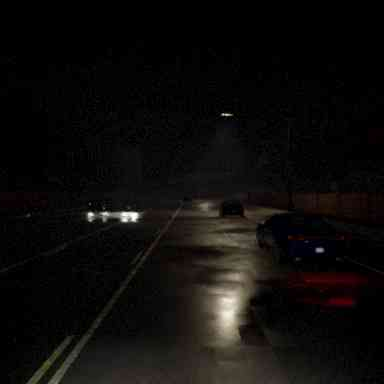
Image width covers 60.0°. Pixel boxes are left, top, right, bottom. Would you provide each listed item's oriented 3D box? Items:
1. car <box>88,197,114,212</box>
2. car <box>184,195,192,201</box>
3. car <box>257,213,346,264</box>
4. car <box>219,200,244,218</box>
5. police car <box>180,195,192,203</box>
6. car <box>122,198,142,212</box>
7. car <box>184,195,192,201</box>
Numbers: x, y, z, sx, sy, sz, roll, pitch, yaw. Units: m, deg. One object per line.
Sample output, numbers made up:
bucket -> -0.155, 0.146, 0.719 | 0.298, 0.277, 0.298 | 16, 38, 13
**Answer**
car -> -10.589, 1.362, 38.991 | 2.097, 1.767, 4.553 | 0, 0, 0
car -> -1.125, 1.504, 88.007 | 1.882, 1.535, 5.008 | 0, 0, -2
car -> 3.597, 1.481, 11.844 | 1.882, 1.535, 5.008 | 0, 0, 0
car -> 3.597, 1.486, 30.859 | 1.882, 1.535, 5.008 | 0, 0, 0
police car -> -1.058, 1.446, 72.090 | 1.930, 1.638, 5.238 | 0, 0, 0
car -> -7.088, 1.502, 39.644 | 2.128, 1.511, 4.902 | 0, 0, 0
car -> -1.059, 1.501, 81.982 | 1.882, 1.535, 5.008 | 0, 0, 0
